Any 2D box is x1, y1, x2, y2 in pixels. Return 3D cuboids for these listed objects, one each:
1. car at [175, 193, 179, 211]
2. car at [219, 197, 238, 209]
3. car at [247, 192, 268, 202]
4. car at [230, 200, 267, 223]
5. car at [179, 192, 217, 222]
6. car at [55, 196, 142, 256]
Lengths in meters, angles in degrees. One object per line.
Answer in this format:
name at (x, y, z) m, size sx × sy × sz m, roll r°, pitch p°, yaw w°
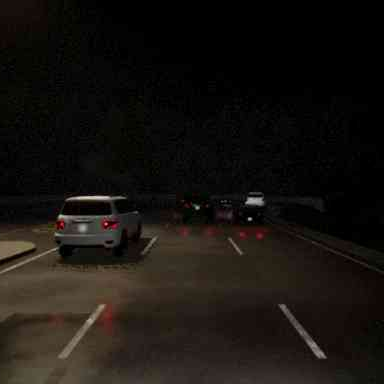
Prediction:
car at (-0.172, 1.061, 37.381) m, size 2.150 × 2.045 × 5.566 m, roll 0°, pitch 0°, yaw 16°
car at (4.591, 1.314, 41.141) m, size 2.128 × 1.511 × 4.902 m, roll 0°, pitch 0°, yaw 16°
car at (7.737, 1.054, 39.491) m, size 2.150 × 2.045 × 5.566 m, roll 0°, pitch 1°, yaw 16°
car at (3.979, 1.497, 24.134) m, size 1.895 × 1.301 × 4.718 m, roll 0°, pitch 0°, yaw 4°
car at (0.618, 1.118, 25.087) m, size 2.150 × 2.045 × 5.566 m, roll 0°, pitch 1°, yaw 5°
car at (-3.388, 1.165, 13.025) m, size 2.150 × 2.045 × 5.566 m, roll 0°, pitch 0°, yaw 0°
